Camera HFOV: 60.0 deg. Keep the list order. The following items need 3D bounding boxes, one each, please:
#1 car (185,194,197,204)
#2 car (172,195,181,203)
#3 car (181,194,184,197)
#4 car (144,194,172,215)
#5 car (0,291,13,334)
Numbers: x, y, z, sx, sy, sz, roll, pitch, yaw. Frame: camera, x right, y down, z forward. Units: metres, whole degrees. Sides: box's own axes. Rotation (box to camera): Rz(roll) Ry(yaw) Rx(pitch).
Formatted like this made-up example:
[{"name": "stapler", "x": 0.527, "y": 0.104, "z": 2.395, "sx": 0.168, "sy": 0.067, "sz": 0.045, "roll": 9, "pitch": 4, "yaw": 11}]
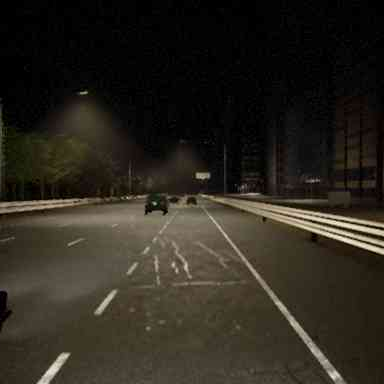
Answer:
[{"name": "car", "x": -0.093, "y": 1.599, "z": 64.368, "sx": 1.837, "sy": 1.490, "sz": 4.892, "roll": 0, "pitch": 0, "yaw": 0}, {"name": "car", "x": -3.736, "y": 1.638, "z": 70.326, "sx": 1.812, "sy": 1.442, "sz": 4.674, "roll": 0, "pitch": 0, "yaw": 0}, {"name": "car", "x": -3.873, "y": 1.517, "z": 88.166, "sx": 2.097, "sy": 1.767, "sz": 4.553, "roll": 0, "pitch": 0, "yaw": -1}, {"name": "car", "x": -3.552, "y": 1.256, "z": 34.299, "sx": 2.150, "sy": 2.045, "sz": 5.566, "roll": 0, "pitch": 0, "yaw": 0}, {"name": "car", "x": -3.500, "y": 1.602, "z": 2.636, "sx": 1.895, "sy": 1.301, "sz": 4.718, "roll": 0, "pitch": 0, "yaw": 0}]
